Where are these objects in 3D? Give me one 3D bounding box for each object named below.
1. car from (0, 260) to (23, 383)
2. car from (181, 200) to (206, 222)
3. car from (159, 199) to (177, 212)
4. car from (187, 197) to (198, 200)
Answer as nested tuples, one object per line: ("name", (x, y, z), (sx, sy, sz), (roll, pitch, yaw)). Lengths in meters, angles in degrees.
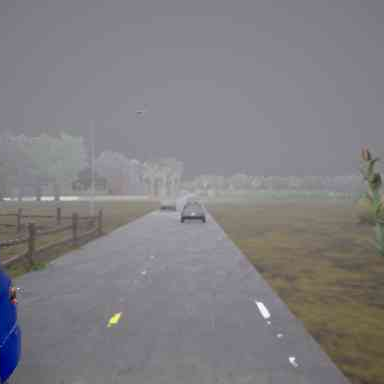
("car", (-2.768, 1.227, 1.046), (2.150, 2.045, 5.566), (0, 0, 0))
("car", (0.090, 1.638, 27.361), (1.994, 1.385, 4.181), (0, 0, 0))
("car", (-2.855, 1.574, 40.368), (1.882, 1.535, 5.008), (0, 0, 0))
("car", (0.086, 1.455, 44.183), (2.097, 1.767, 4.553), (0, 0, 0))
